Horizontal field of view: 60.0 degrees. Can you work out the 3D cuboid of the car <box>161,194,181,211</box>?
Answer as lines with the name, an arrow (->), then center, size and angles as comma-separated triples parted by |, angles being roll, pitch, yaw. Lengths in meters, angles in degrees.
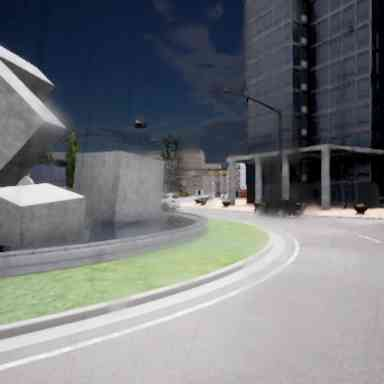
car -> -4.078, 1.225, 40.272 | 5.566, 2.045, 2.150 | 0, 0, 24

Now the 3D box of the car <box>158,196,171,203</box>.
car -> -5.803, 1.515, 70.953 | 1.812, 1.442, 4.674 | 0, 0, 9

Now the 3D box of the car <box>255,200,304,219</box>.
car -> 7.563, 1.432, 29.300 | 1.882, 1.535, 5.008 | 0, 0, -26
